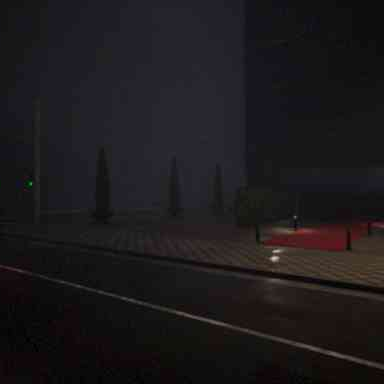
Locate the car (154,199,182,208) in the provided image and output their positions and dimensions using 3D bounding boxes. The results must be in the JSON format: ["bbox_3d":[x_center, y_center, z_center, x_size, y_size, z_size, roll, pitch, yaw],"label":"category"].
[{"bbox_3d":[-3.574,1.652,49.784,1.895,1.301,4.718,0,0,36],"label":"car"}]

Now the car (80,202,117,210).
[{"bbox_3d":[-12.257,1.657,43.761,1.895,1.301,4.718,0,0,36],"label":"car"}]

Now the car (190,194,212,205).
[{"bbox_3d":[1.481,1.549,62.617,2.128,1.511,4.902,0,0,36],"label":"car"}]
